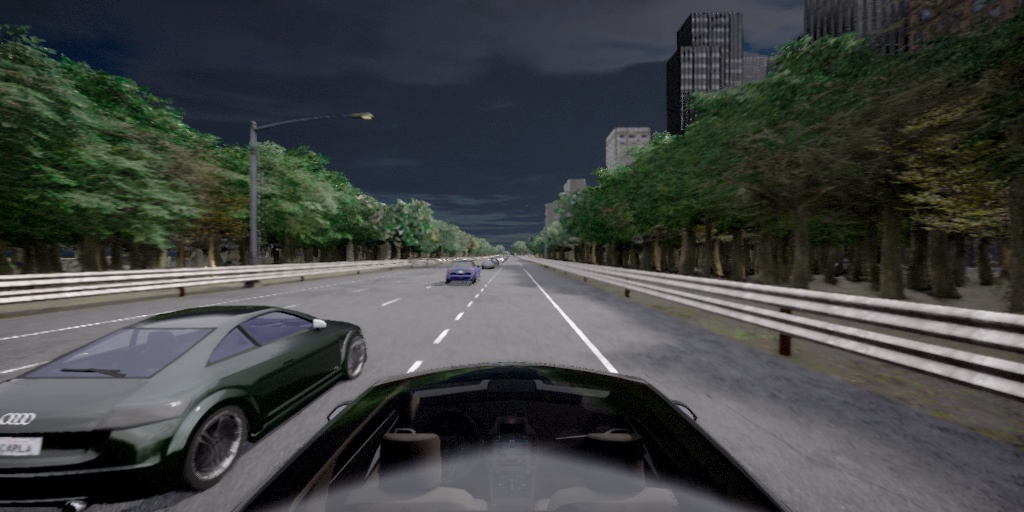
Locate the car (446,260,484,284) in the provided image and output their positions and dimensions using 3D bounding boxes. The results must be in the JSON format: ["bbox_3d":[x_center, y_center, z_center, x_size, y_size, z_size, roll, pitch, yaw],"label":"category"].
[{"bbox_3d":[-3.482,1.086,26.489,2.097,1.767,4.553,0,0,0],"label":"car"}]

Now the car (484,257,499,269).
[{"bbox_3d":[-3.462,1.256,53.669,1.994,1.385,4.181,0,0,0],"label":"car"}]

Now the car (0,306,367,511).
[{"bbox_3d":[-3.499,1.315,4.543,1.994,1.385,4.181,0,0,0],"label":"car"}]
